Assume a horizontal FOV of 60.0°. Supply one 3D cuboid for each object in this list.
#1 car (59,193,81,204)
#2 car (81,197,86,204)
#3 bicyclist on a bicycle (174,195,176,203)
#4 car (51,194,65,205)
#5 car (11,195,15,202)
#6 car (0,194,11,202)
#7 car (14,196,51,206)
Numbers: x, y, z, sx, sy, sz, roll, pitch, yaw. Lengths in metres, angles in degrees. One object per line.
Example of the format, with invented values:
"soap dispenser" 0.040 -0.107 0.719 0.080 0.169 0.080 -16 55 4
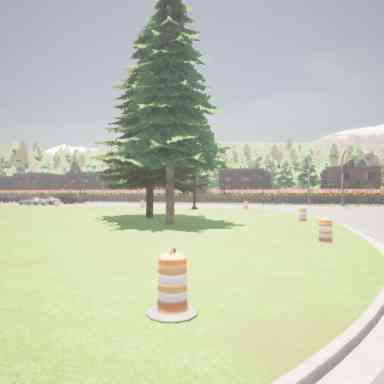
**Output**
"car" -23.974 1.257 61.090 5.566 2.045 2.150 0 0 18
"car" -22.885 1.495 64.417 4.902 1.511 2.128 0 0 18
"bicyclist on a bicycle" -3.356 1.301 62.477 0.582 1.620 1.656 0 0 18
"car" -25.005 1.532 57.745 4.674 1.442 1.812 0 0 18
"car" -37.975 1.383 69.211 4.181 1.385 1.994 0 0 18
"car" -39.006 1.186 65.867 4.553 1.767 2.097 0 0 18
"car" -26.065 1.532 54.410 4.674 1.442 1.812 0 0 18
